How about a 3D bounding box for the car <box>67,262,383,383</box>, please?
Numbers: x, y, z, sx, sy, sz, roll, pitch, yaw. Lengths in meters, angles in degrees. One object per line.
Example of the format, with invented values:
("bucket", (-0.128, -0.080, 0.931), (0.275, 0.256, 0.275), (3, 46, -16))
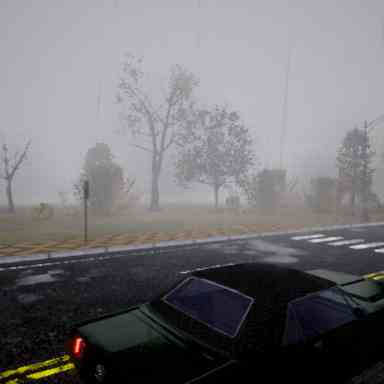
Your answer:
("car", (1.099, 1.602, 4.150), (4.718, 1.301, 1.895), (0, 0, -35))
